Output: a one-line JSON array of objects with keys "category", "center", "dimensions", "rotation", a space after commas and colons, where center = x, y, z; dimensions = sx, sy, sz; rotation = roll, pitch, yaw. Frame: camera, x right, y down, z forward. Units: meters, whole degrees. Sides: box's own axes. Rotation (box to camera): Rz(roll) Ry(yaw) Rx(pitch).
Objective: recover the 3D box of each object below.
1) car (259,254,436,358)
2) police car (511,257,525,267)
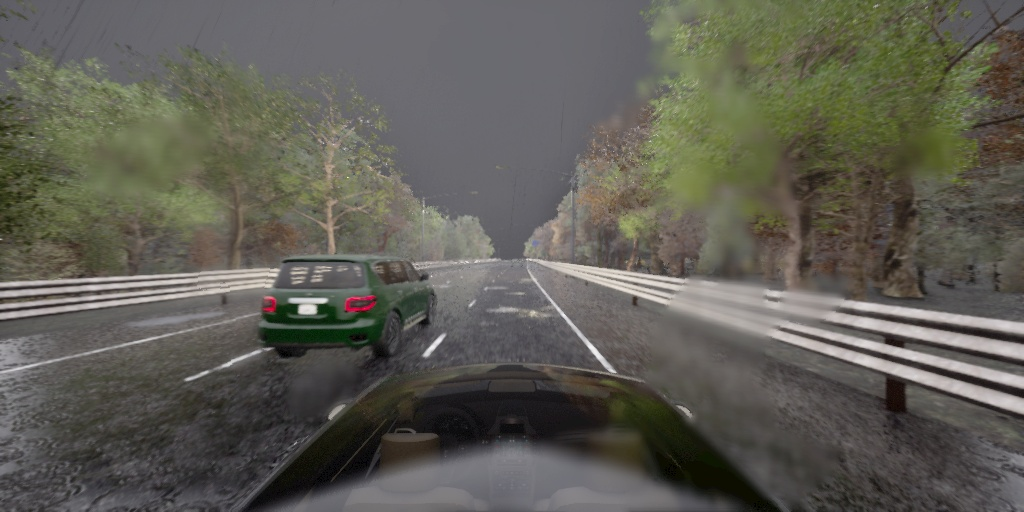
[{"category": "car", "center": [-3.387, 0.990, 8.643], "dimensions": [2.150, 2.045, 5.566], "rotation": [0, 0, 0]}, {"category": "police car", "center": [0.817, 1.020, 56.683], "dimensions": [2.038, 1.542, 4.974], "rotation": [0, 0, 2]}]
